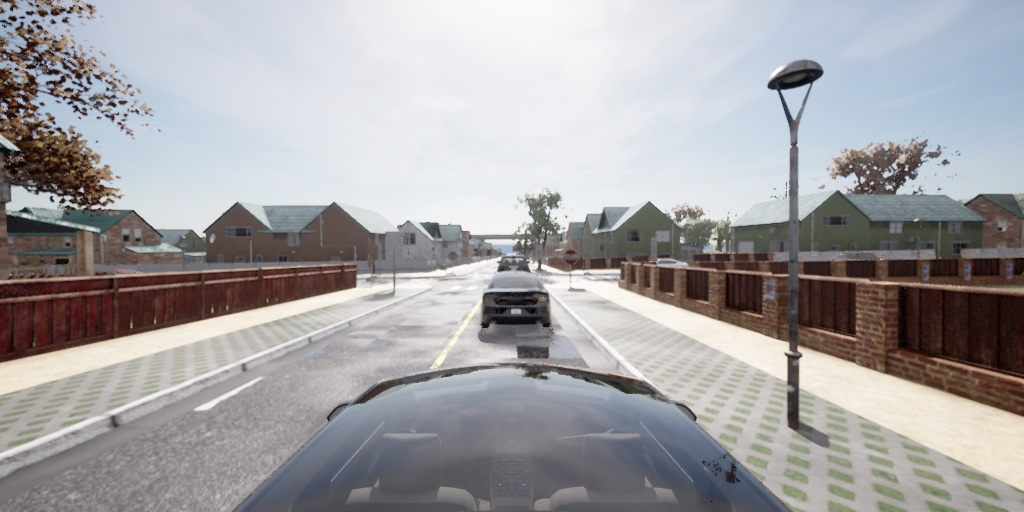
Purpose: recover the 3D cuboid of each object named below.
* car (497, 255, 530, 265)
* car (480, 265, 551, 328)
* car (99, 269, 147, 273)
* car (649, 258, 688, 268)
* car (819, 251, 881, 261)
[{"bbox_3d":[0.117,0.922,25.556,2.150,2.045,5.566,0,1,0],"label":"car"},{"bbox_3d":[0.109,1.205,11.294,1.882,1.535,5.008,0,0,0],"label":"car"},{"bbox_3d":[-28.474,1.672,26.345,5.008,1.535,1.882,-1,2,0],"label":"car"},{"bbox_3d":[12.061,0.935,29.475,4.674,1.442,1.812,-1,2,0],"label":"car"},{"bbox_3d":[27.533,0.488,29.541,4.553,1.767,2.097,-1,2,0],"label":"car"}]
